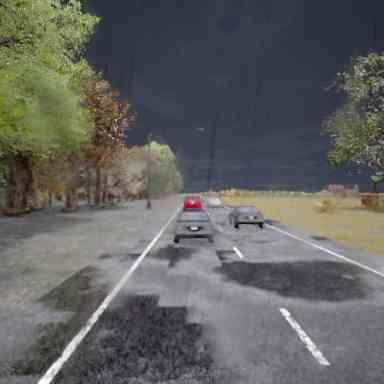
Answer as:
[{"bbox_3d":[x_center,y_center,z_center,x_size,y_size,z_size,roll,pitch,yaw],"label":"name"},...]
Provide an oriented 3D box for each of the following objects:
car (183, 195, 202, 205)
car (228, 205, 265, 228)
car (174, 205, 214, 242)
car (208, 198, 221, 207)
[{"bbox_3d":[0.079,1.326,40.233,2.150,2.045,5.566,0,0,0],"label":"car"},{"bbox_3d":[3.559,1.609,22.485,2.033,1.411,5.357,0,0,0],"label":"car"},{"bbox_3d":[0.089,1.593,16.571,2.033,1.411,5.357,0,0,0],"label":"car"},{"bbox_3d":[3.571,1.654,53.311,1.812,1.442,4.674,0,0,0],"label":"car"}]
